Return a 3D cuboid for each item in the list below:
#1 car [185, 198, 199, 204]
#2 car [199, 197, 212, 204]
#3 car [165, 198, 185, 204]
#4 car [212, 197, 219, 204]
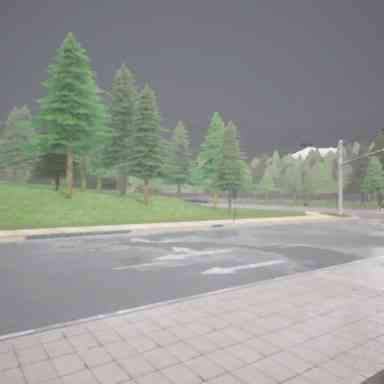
[{"bbox_3d":[-1.243,2.018,75.072,1.895,1.301,4.718,1,0,-35],"label":"car"},{"bbox_3d":[1.607,2.000,77.105,2.033,1.411,5.357,1,0,-35],"label":"car"},{"bbox_3d":[-4.127,1.937,73.089,1.994,1.385,4.181,1,0,-35],"label":"car"},{"bbox_3d":[4.474,1.976,79.113,1.882,1.535,5.008,1,0,-35],"label":"car"}]
